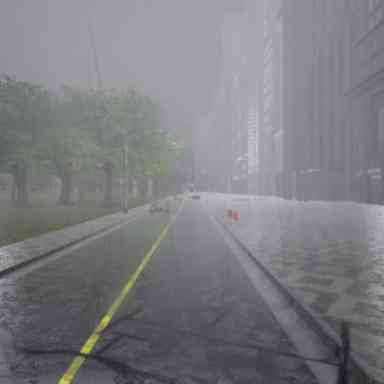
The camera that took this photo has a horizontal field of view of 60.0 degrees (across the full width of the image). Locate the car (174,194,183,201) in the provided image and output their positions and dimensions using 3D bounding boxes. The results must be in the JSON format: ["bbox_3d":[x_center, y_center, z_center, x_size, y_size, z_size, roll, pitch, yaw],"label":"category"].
[{"bbox_3d":[-3.010,1.181,73.949,1.812,1.442,4.674,0,0,0],"label":"car"}]

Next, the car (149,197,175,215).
[{"bbox_3d":[-3.097,1.479,32.972,1.994,1.385,4.181,0,0,0],"label":"car"}]

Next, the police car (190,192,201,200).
[{"bbox_3d":[1.040,1.118,78.683,1.930,1.638,5.238,0,0,0],"label":"police car"}]
